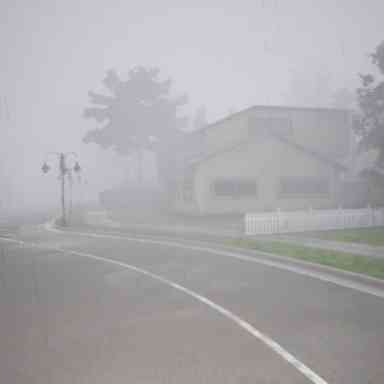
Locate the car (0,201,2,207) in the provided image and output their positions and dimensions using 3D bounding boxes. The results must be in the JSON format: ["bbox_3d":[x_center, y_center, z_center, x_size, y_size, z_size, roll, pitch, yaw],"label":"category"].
[{"bbox_3d":[-24.146,1.347,39.527,2.097,1.767,4.553,-1,0,-15],"label":"car"}]
